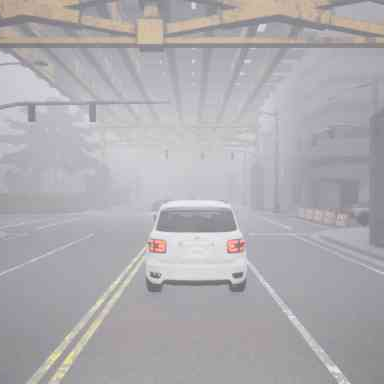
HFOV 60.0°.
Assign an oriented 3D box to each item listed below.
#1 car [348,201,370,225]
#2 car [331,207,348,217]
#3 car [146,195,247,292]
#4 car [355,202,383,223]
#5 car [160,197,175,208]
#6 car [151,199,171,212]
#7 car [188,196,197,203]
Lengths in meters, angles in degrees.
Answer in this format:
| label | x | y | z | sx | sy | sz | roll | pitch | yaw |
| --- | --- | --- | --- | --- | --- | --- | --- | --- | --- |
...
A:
| label | x | y | z | sx | sy | sz | roll | pitch | yaw |
| --- | --- | --- | --- | --- | --- | --- | --- | --- | --- |
| car | 13.270 | 1.453 | 22.100 | 4.974 | 1.542 | 2.038 | 0 | 0 | -20 |
| car | 13.645 | 1.295 | 26.237 | 4.536 | 1.218 | 1.853 | 0 | 0 | 25 |
| car | 0.082 | 1.221 | 9.051 | 2.150 | 2.045 | 5.566 | 0 | 0 | 0 |
| car | 13.318 | 1.295 | 22.118 | 4.536 | 1.218 | 1.853 | 0 | 0 | -20 |
| car | -3.570 | 1.478 | 49.982 | 1.882 | 1.535 | 5.008 | 0 | 0 | 0 |
| car | -3.585 | 1.564 | 38.819 | 1.994 | 1.385 | 4.181 | 0 | 0 | -1 |
| car | 0.124 | 1.526 | 68.171 | 1.812 | 1.442 | 4.674 | 0 | 0 | 0 |
